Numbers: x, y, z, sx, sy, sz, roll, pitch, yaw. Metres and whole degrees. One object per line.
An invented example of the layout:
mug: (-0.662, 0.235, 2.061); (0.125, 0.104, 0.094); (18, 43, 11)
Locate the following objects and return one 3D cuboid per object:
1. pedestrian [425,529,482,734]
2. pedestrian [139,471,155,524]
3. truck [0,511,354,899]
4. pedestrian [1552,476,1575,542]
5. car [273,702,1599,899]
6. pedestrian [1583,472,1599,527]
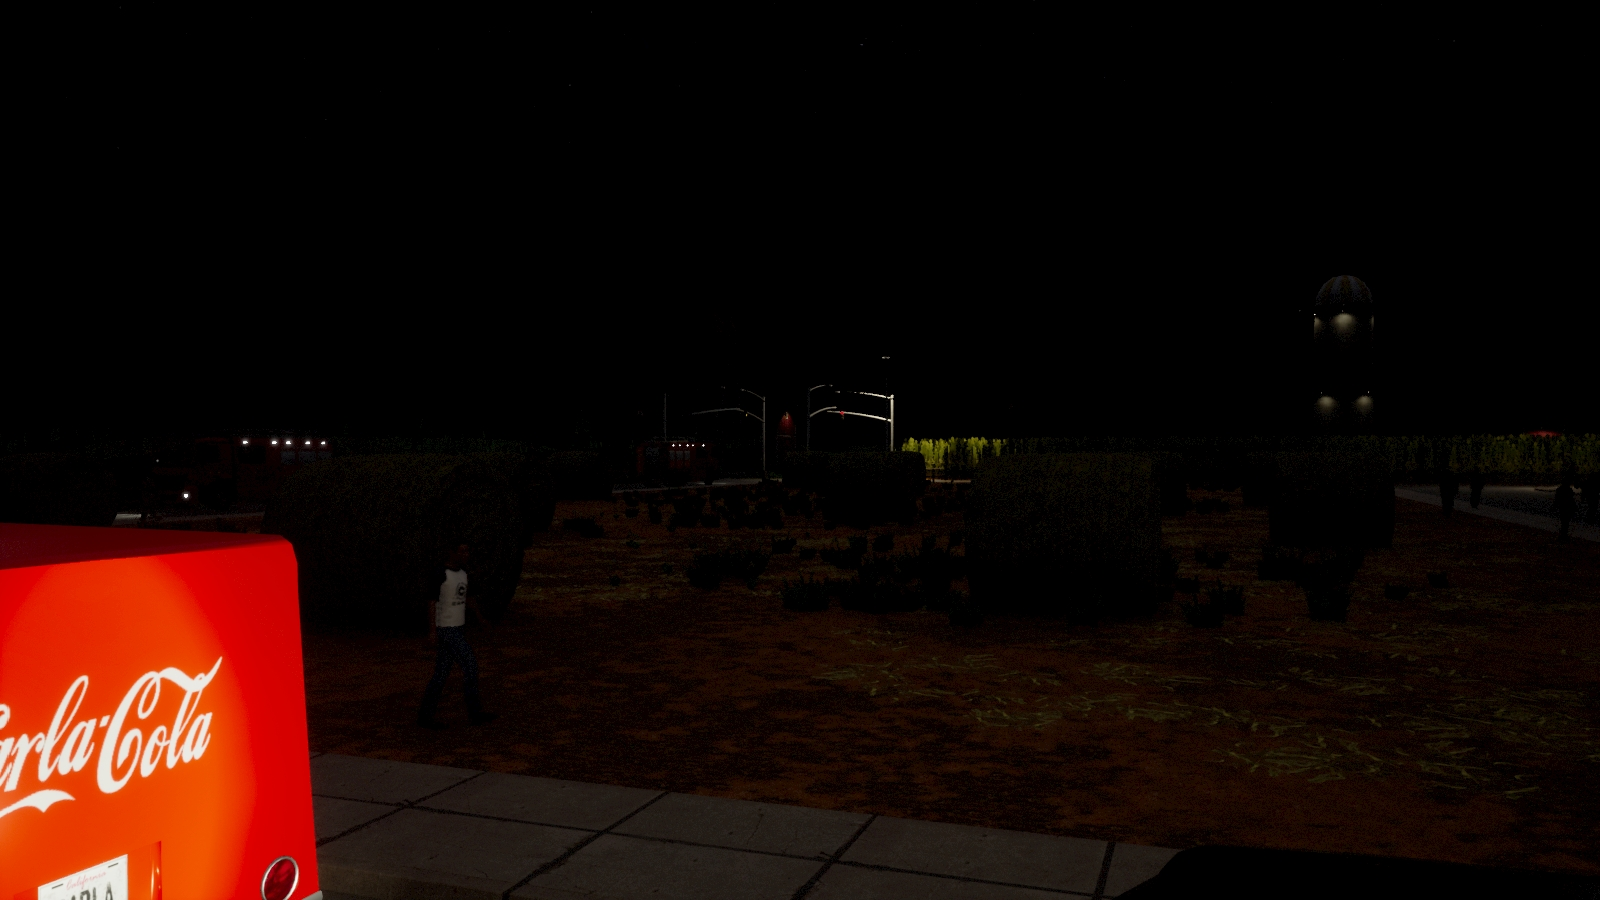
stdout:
pedestrian: (-3.260, 1.689, 10.757); (0.375, 1.860, 0.375); (0, 0, 11)
pedestrian: (-23.257, 1.685, 40.692); (0.375, 1.860, 0.375); (0, 0, 29)
truck: (-5.033, 1.572, 5.132); (5.204, 2.467, 2.627); (0, 0, 20)
pedestrian: (21.689, 1.666, 32.461); (0.375, 1.860, 0.375); (0, 0, -9)
car: (1.269, 1.906, 2.870); (4.553, 1.767, 2.097); (0, 0, 20)
pedestrian: (26.793, 1.664, 38.667); (0.375, 1.860, 0.375); (0, 0, 18)
